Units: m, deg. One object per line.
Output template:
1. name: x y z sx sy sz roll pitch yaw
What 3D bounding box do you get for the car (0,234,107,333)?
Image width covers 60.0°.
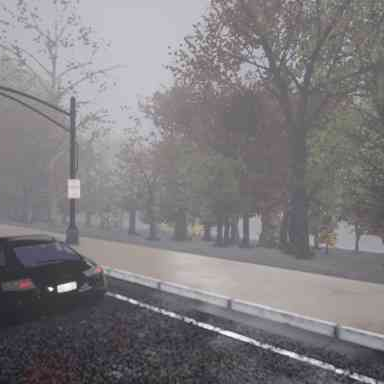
1. car: -3.636 1.596 6.984 4.181 1.385 1.994 0 0 41
